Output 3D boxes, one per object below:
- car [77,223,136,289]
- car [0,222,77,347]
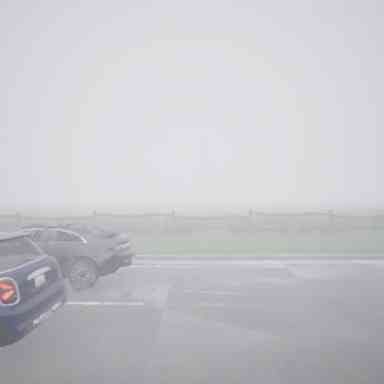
[{"bbox_3d":[-3.956,1.573,8.771,4.902,1.511,2.128,0,0,1],"label":"car"},{"bbox_3d":[-4.514,1.418,5.286,4.553,1.767,2.097,0,0,1],"label":"car"}]
